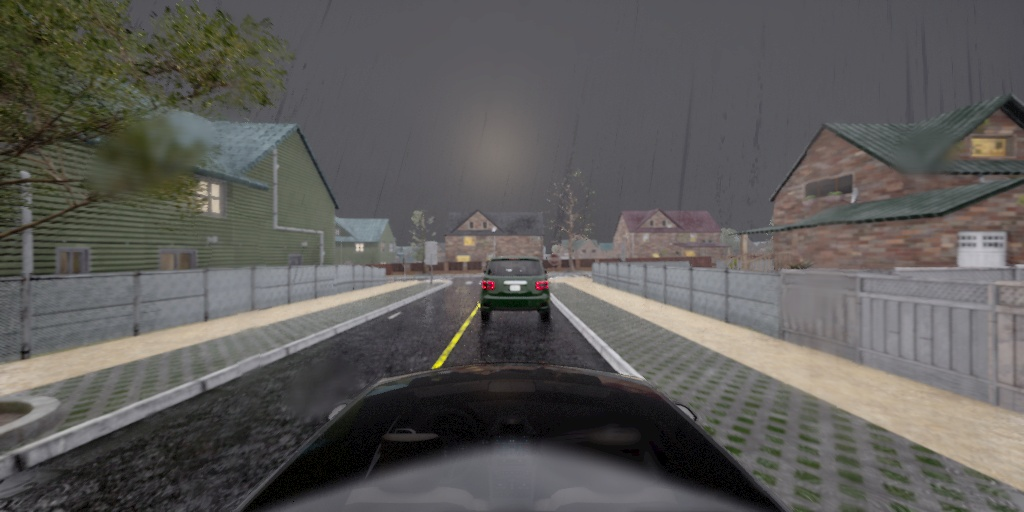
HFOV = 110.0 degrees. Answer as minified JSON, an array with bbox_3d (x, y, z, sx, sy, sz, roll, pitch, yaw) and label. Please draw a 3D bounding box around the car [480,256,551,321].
[{"bbox_3d":[0.109,1.032,12.835,2.150,2.045,5.566,0,-1,0],"label":"car"}]
